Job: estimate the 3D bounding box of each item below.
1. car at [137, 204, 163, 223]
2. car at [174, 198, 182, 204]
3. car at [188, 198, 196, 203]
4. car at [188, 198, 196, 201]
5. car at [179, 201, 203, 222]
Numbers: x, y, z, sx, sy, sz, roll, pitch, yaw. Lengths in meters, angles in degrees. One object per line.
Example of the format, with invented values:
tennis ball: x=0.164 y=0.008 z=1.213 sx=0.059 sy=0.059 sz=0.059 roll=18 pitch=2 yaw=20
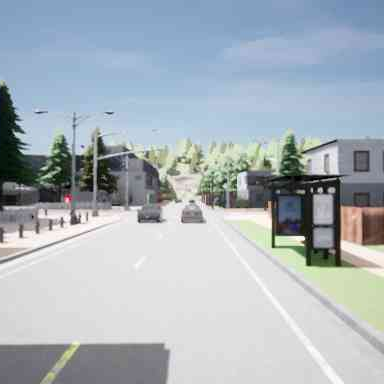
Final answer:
car: x=-3.507 y=1.783 z=28.438 sx=1.837 sy=1.490 sz=4.892 roll=0 pitch=-1 yaw=0
car: x=-3.511 y=2.370 z=86.847 sx=1.994 sy=1.385 sz=4.181 roll=0 pitch=-1 yaw=0
car: x=-0.012 y=2.425 z=95.023 sx=2.033 sy=1.411 sz=5.357 roll=0 pitch=-1 yaw=0
car: x=-0.010 y=2.232 z=81.519 sx=1.895 sy=1.301 sz=4.718 roll=0 pitch=-1 yaw=0
car: x=-0.003 y=1.823 z=28.988 sx=2.033 sy=1.411 sz=5.357 roll=0 pitch=-1 yaw=0
